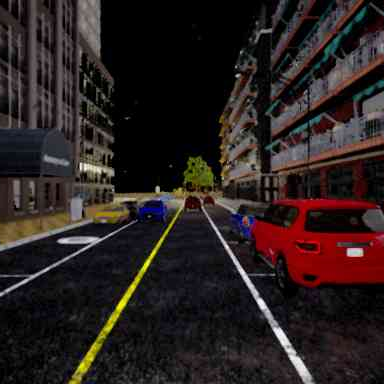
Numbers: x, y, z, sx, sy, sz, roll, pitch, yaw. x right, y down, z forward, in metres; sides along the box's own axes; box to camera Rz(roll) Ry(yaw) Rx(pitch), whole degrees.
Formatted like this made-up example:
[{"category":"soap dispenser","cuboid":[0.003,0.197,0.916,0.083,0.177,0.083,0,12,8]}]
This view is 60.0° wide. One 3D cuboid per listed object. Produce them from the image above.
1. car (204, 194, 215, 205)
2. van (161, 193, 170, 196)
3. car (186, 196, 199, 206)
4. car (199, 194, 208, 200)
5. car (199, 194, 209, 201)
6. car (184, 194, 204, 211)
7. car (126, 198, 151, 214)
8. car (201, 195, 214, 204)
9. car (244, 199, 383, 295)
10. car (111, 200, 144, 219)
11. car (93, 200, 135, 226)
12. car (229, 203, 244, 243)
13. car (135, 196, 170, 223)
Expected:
[{"category":"car","cuboid":[2.573,1.329,50.186,1.802,1.307,4.206,0,0,0]},{"category":"van","cuboid":[-5.336,1.003,66.816,1.690,1.788,3.998,0,0,0]},{"category":"car","cuboid":[0.037,1.280,48.714,1.812,1.442,4.674,0,0,0]},{"category":"car","cuboid":[2.706,1.138,80.219,1.887,1.381,4.507,0,0,0]},{"category":"car","cuboid":[2.673,1.185,72.290,2.008,1.369,4.403,0,0,0]},{"category":"car","cuboid":[0.091,1.291,37.138,1.882,1.535,5.008,0,0,0]},{"category":"car","cuboid":[-5.309,1.357,33.450,1.752,1.417,4.829,0,0,0]},{"category":"car","cuboid":[2.574,1.270,55.712,2.008,1.369,4.403,0,0,0]},{"category":"car","cuboid":[2.983,1.184,8.765,2.150,2.045,5.566,0,0,0]},{"category":"car","cuboid":[-5.310,1.425,28.088,1.947,1.339,4.313,0,0,0]},{"category":"car","cuboid":[-5.310,1.413,22.384,1.752,1.417,4.829,0,0,0]},{"category":"car","cuboid":[2.990,1.274,15.705,2.097,1.767,4.553,0,0,0]},{"category":"car","cuboid":[-2.846,1.353,24.777,1.882,1.535,5.008,0,0,0]}]
